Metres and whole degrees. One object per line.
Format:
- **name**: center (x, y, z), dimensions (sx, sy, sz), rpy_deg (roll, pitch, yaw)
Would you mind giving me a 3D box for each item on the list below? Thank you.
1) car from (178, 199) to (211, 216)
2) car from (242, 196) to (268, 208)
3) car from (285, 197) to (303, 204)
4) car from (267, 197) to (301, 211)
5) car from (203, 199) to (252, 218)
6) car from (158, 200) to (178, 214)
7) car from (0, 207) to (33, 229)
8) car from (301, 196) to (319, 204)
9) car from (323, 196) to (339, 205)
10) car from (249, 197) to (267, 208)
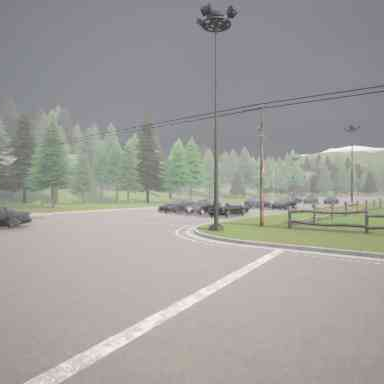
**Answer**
- **car**: center (1.177, 1.491, 33.249), dimensions (2.128, 1.511, 4.902), rpy_deg (0, 0, 36)
- **car**: center (9.587, 1.477, 50.572), dimensions (1.882, 1.535, 5.008), rpy_deg (0, 0, 36)
- **car**: center (19.774, 1.653, 64.234), dimensions (1.895, 1.301, 4.718), rpy_deg (0, 0, 36)
- **car**: center (11.500, 1.478, 41.378), dimensions (1.882, 1.535, 5.008), rpy_deg (0, 1, 36)
- **car**: center (3.328, 1.601, 30.243), dimensions (1.895, 1.301, 4.718), rpy_deg (0, 0, 36)
- **car**: center (-1.324, 1.547, 35.764), dimensions (2.033, 1.411, 5.357), rpy_deg (0, 0, 36)
- **car**: center (-12.102, 1.547, 19.310), dimensions (2.033, 1.411, 5.357), rpy_deg (0, 0, 30)
- **car**: center (21.984, 1.508, 61.350), dimensions (1.837, 1.490, 4.892), rpy_deg (0, 0, 37)
- **car**: center (24.891, 1.508, 59.393), dimensions (1.837, 1.490, 4.892), rpy_deg (0, 0, 37)
- **car**: center (9.083, 1.527, 43.977), dimensions (1.812, 1.442, 4.674), rpy_deg (0, 1, 36)
